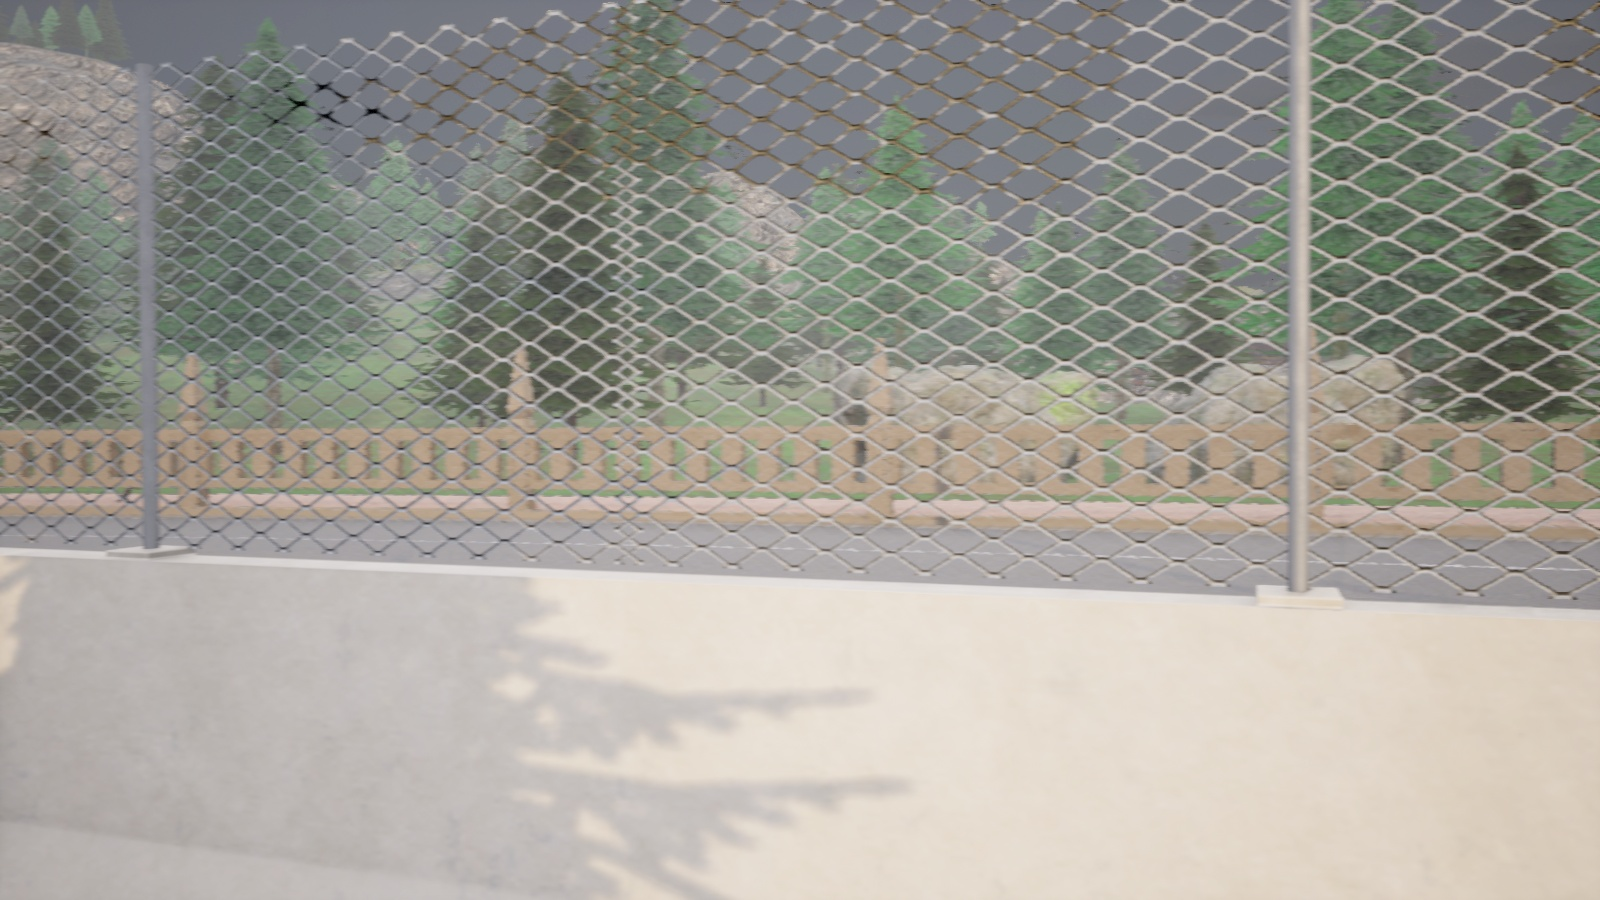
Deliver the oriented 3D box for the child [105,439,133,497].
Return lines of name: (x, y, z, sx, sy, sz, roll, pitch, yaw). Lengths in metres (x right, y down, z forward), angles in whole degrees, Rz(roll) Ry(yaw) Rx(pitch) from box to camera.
child: (-13.171, 0.352, 24.279, 0.394, 1.110, 0.255, 0, 1, 10)
